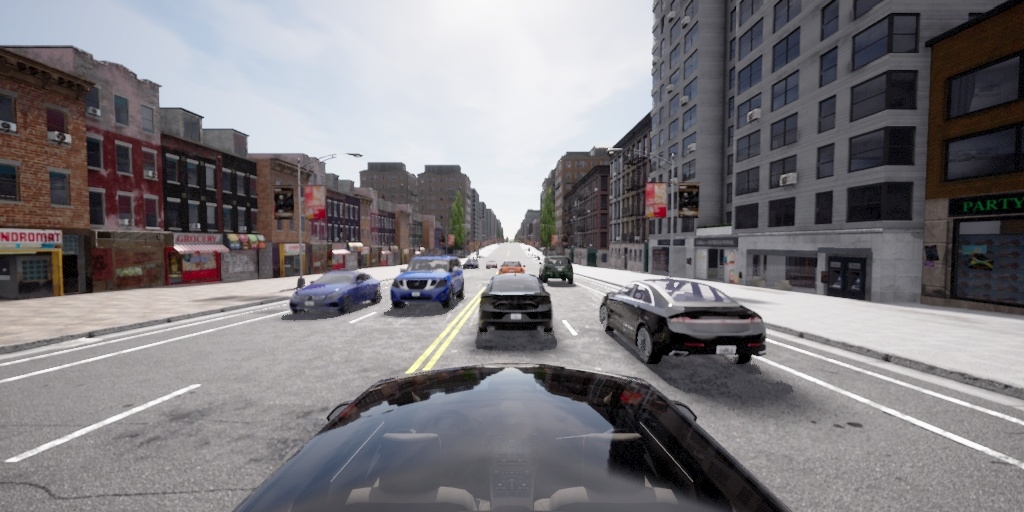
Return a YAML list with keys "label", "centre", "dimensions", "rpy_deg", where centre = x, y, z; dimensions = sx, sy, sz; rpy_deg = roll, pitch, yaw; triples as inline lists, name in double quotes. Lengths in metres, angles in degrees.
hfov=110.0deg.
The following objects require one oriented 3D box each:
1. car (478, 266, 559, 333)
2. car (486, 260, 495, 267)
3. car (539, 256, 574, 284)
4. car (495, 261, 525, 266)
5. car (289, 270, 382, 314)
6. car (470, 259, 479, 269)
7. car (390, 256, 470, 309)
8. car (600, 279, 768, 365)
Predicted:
- label: "car"
  centre: [0.092, 1.246, 10.788]
  dimensions: [1.882, 1.535, 5.008]
  rpy_deg: [0, 0, 0]
- label: "car"
  centre: [-3.294, 1.417, 58.798]
  dimensions: [1.812, 1.442, 4.674]
  rpy_deg: [0, 0, 0]
- label: "car"
  centre: [3.328, 1.030, 27.583]
  dimensions: [2.150, 2.045, 5.566]
  rpy_deg: [0, 0, 0]
- label: "car"
  centre: [0.051, 1.164, 29.982]
  dimensions: [2.097, 1.767, 4.553]
  rpy_deg: [0, 0, 3]
- label: "car"
  centre: [-6.608, 1.302, 14.026]
  dimensions: [1.812, 1.442, 4.674]
  rpy_deg: [0, 0, 0]
- label: "car"
  centre: [-6.544, 1.239, 58.825]
  dimensions: [2.097, 1.767, 4.553]
  rpy_deg: [0, 0, 0]
- label: "car"
  centre: [-3.372, 1.002, 15.410]
  dimensions: [2.150, 2.045, 5.566]
  rpy_deg: [0, 0, 0]
- label: "car"
  centre: [3.342, 1.253, 8.019]
  dimensions: [2.128, 1.511, 4.902]
  rpy_deg: [0, 0, 0]
